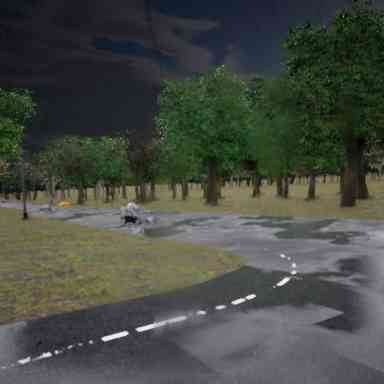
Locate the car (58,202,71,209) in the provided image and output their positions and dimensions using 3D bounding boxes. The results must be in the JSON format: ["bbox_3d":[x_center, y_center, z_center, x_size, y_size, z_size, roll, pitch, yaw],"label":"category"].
[{"bbox_3d":[-29.278,3.018,76.155,1.882,1.535,5.008,-4,1,-36],"label":"car"}]

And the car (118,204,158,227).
[{"bbox_3d":[-4.916,2.237,30.452,2.128,1.511,4.902,-4,1,-36],"label":"car"}]

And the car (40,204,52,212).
[{"bbox_3d":[-29.805,3.236,67.812,1.812,1.442,4.674,-4,1,-28],"label":"car"}]

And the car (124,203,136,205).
[{"bbox_3d":[-8.988,2.305,48.049,1.812,1.442,4.674,-4,1,-36],"label":"car"}]
